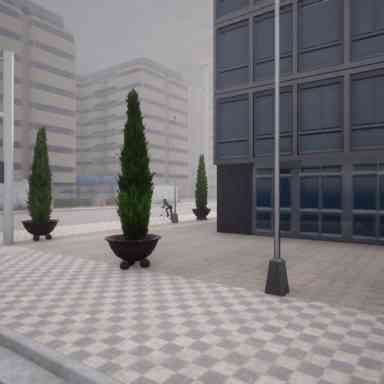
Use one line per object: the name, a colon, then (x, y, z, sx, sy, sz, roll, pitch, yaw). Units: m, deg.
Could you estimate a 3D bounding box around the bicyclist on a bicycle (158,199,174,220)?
bicyclist on a bicycle: (-1.999, 1.356, 25.879, 1.656, 1.620, 0.582, 0, 0, 35)
